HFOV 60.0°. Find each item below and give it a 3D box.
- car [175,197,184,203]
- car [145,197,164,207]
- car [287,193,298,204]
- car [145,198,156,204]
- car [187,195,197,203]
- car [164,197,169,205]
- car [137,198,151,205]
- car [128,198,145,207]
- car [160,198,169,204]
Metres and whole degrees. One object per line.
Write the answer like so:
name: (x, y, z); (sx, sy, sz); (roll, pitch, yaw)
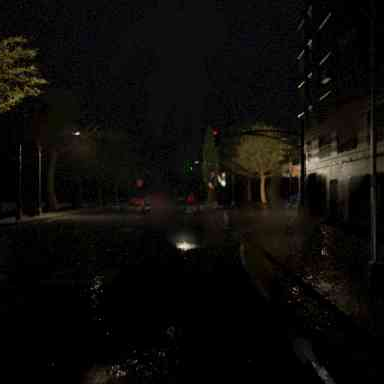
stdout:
car: (-3.241, 2.021, 86.966); (2.097, 1.767, 4.553); (0, -1, 0)
car: (-6.494, 1.767, 57.589); (1.882, 1.535, 5.008); (0, -1, 0)
car: (16.024, 0.910, 49.209); (5.008, 1.535, 1.882); (-1, 1, -43)
car: (-9.742, 2.146, 78.474); (1.895, 1.301, 4.718); (0, -1, 0)
car: (0.009, 1.887, 86.635); (2.150, 2.045, 5.566); (0, -1, 0)
car: (-6.493, 1.958, 68.226); (2.033, 1.411, 5.357); (0, -1, 0)
car: (-9.743, 1.923, 68.026); (2.128, 1.511, 4.902); (0, -1, 0)
car: (-9.744, 1.767, 57.589); (1.882, 1.535, 5.008); (0, -1, 0)
car: (-6.492, 2.053, 78.571); (1.837, 1.490, 4.892); (0, -1, 0)
